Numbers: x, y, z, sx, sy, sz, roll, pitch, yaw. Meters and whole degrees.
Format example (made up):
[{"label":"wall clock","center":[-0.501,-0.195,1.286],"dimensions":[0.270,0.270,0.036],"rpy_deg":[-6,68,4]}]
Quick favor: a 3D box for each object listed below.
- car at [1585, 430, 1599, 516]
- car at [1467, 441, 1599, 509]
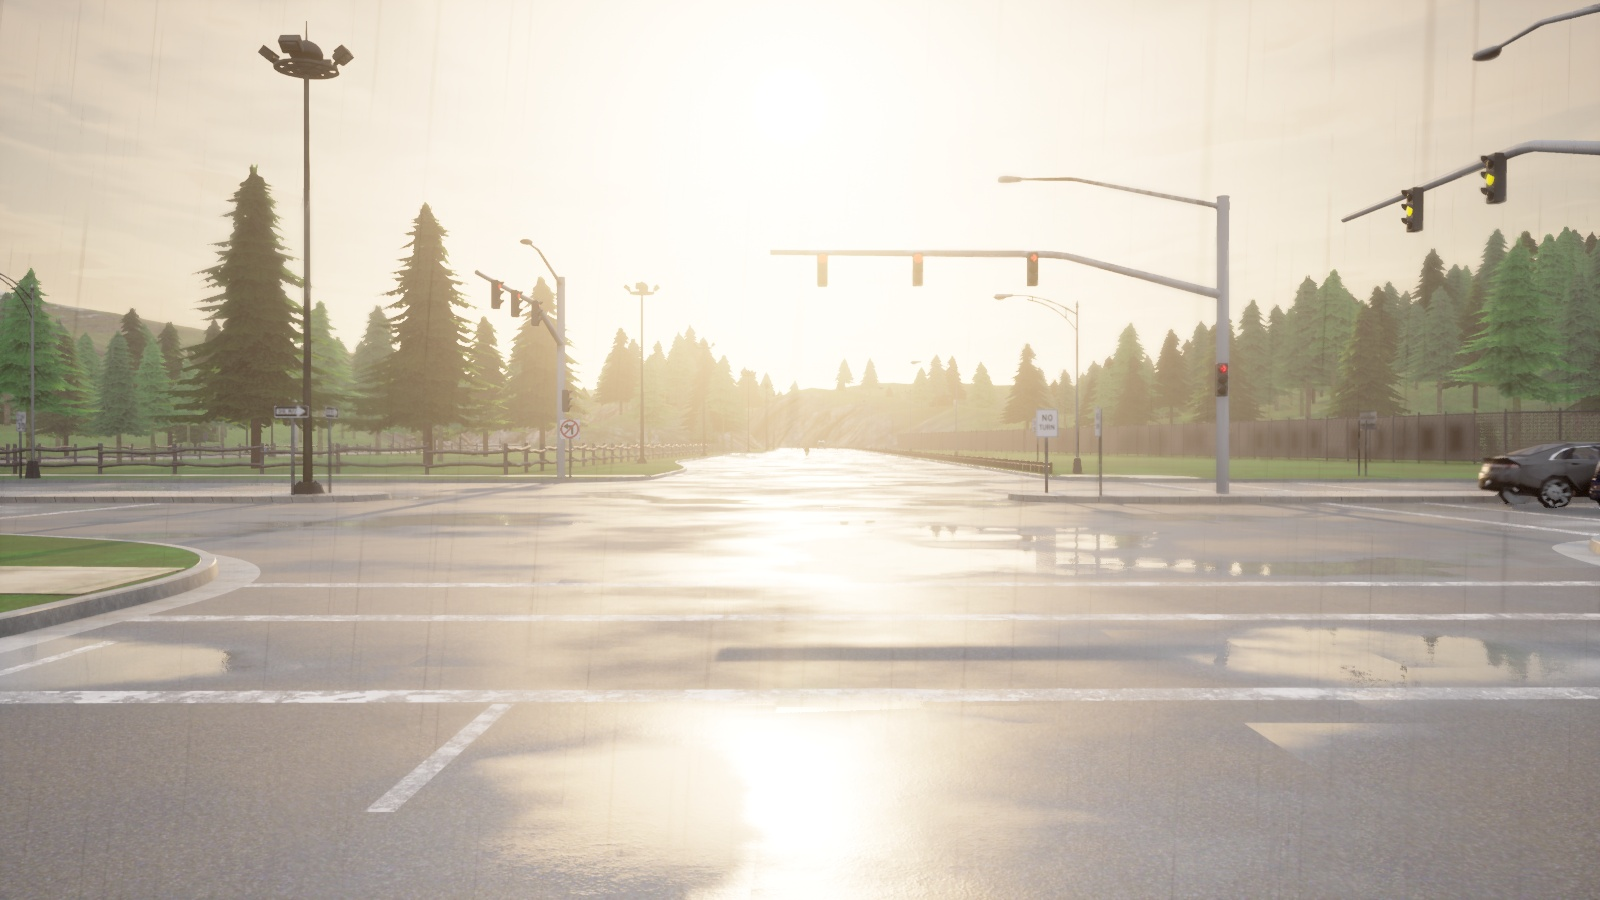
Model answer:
[{"label":"car","center":[18.774,0.477,25.323],"dimensions":[4.553,1.767,2.097],"rpy_deg":[0,0,1]},{"label":"car","center":[18.329,0.555,28.831],"dimensions":[4.902,1.511,2.128],"rpy_deg":[0,0,1]}]
